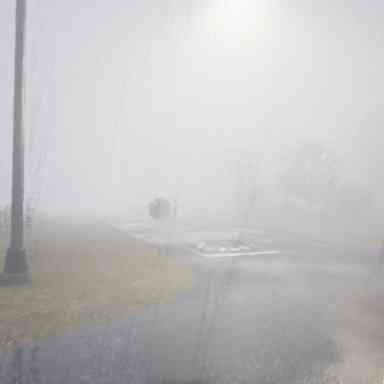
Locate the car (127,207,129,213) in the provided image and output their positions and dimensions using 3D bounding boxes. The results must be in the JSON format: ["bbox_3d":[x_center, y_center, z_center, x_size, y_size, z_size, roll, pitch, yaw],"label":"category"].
[{"bbox_3d":[-10.227,3.057,58.609,2.128,1.511,4.902,1,-2,-20],"label":"car"}]

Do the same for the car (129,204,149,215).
[{"bbox_3d":[-8.221,2.775,53.245,2.097,1.767,4.553,1,-2,-20],"label":"car"}]
